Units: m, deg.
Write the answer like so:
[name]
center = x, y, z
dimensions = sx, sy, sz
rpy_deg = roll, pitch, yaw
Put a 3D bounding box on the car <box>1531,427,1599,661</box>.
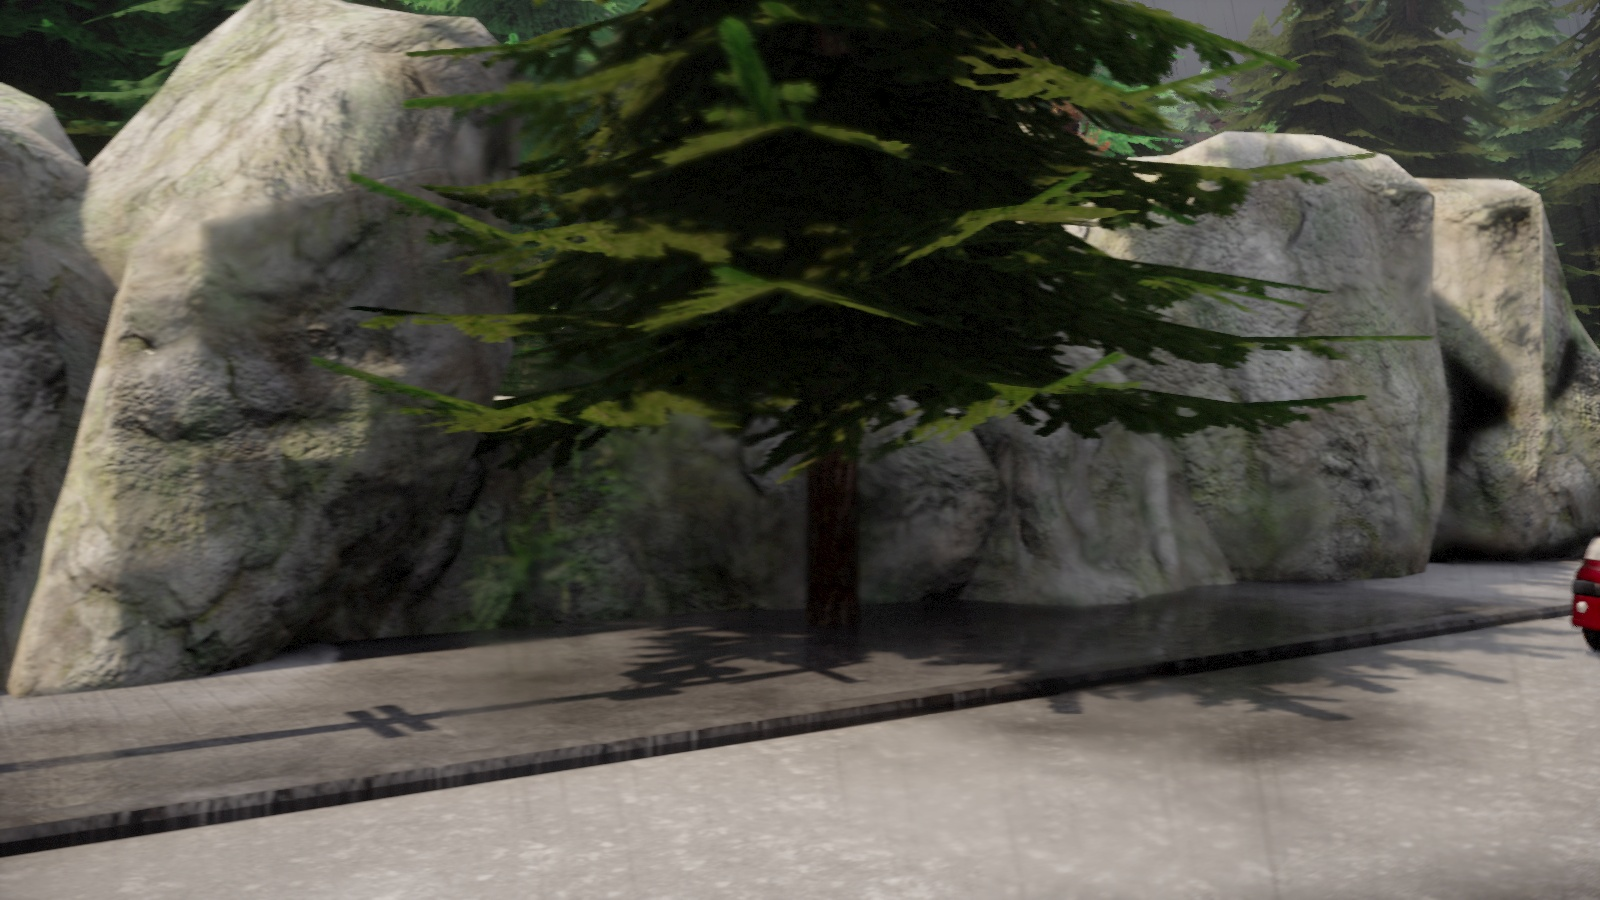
[car]
center = 7.452, 0.650, 9.454
dimensions = 3.988, 1.617, 1.851
rpy_deg = 0, 0, -35
